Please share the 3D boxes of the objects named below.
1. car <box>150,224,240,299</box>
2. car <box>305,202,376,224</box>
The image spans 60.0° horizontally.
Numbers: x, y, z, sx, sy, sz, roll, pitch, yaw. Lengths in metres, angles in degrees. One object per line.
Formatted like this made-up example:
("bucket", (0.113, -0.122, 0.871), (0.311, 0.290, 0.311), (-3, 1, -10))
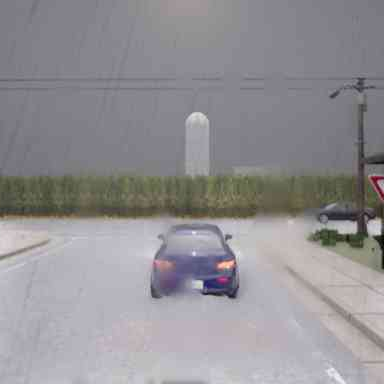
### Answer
("car", (0.074, 1.519, 8.339), (1.812, 1.442, 4.674), (0, 0, 0))
("car", (10.861, 1.512, 24.507), (4.892, 1.490, 1.837), (0, 0, 1))
